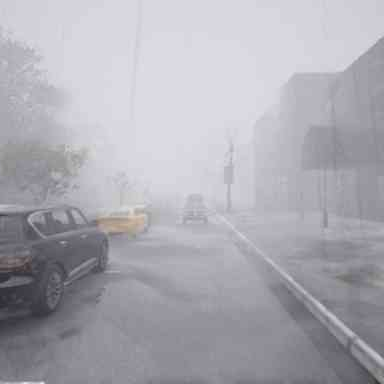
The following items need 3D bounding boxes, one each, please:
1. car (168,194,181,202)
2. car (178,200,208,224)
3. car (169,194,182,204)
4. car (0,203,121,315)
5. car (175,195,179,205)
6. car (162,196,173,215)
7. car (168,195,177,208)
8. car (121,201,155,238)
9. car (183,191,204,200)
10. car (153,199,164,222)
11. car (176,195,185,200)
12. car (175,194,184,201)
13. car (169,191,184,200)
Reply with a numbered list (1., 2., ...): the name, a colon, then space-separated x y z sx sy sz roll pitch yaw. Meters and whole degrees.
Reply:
1. car: -3.362 1.524 50.967 2.097 1.535 5.008 0 0 3
2. car: 0.242 1.553 25.098 2.033 1.411 5.357 0 0 0
3. car: -3.268 1.381 67.573 2.185 1.767 4.553 0 0 3
4. car: -3.611 1.267 7.804 2.435 2.045 5.566 0 0 1
5. car: -3.394 1.540 45.425 2.231 1.521 4.892 0 -1 3
6. car: -3.455 1.512 33.488 1.946 1.575 5.366 0 0 3
7. car: -3.426 1.534 39.869 2.097 1.535 5.008 0 0 3
8. car: -3.553 1.490 17.688 2.097 1.535 5.008 0 0 3
9. car: 0.344 1.243 42.985 2.150 2.045 5.566 0 0 0
10. car: -3.521 1.506 23.235 2.097 1.535 5.008 0 0 3
11. car: -3.135 1.490 90.562 2.002 1.452 4.674 0 0 3
12. car: -3.163 1.472 84.425 1.946 1.575 5.366 0 1 3
13. car: -3.310 1.253 59.920 2.435 2.045 5.566 0 0 3
